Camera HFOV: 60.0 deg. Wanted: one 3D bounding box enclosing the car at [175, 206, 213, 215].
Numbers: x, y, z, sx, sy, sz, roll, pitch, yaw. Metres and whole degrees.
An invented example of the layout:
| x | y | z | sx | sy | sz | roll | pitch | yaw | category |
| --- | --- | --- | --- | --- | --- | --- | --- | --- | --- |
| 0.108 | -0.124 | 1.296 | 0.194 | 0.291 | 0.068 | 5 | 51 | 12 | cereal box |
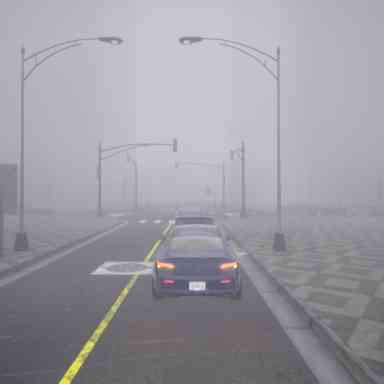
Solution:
| x | y | z | sx | sy | sz | roll | pitch | yaw | category |
| --- | --- | --- | --- | --- | --- | --- | --- | --- | --- |
| 0.103 | 1.483 | 17.630 | 1.882 | 1.535 | 5.008 | 0 | 0 | 0 | car |

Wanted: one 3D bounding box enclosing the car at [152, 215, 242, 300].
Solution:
| x | y | z | sx | sy | sz | roll | pitch | yaw | category |
| --- | --- | --- | --- | --- | --- | --- | --- | --- | --- |
| 0.105 | 1.528 | 8.292 | 1.812 | 1.442 | 4.674 | 0 | 0 | 0 | car |

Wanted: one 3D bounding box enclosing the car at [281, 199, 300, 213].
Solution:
| x | y | z | sx | sy | sz | roll | pitch | yaw | category |
| --- | --- | --- | --- | --- | --- | --- | --- | --- | --- |
| 12.340 | 1.563 | 38.277 | 4.097 | 1.590 | 1.967 | 0 | -1 | 0 | car |

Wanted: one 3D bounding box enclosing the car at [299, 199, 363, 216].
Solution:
| x | y | z | sx | sy | sz | roll | pitch | yaw | category |
| --- | --- | --- | --- | --- | --- | --- | --- | --- | --- |
| 12.337 | 1.544 | 29.751 | 4.403 | 1.369 | 2.008 | 0 | -1 | 0 | car |

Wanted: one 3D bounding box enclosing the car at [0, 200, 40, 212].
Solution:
| x | y | z | sx | sy | sz | roll | pitch | yaw | category |
| --- | --- | --- | --- | --- | --- | --- | --- | --- | --- |
| -20.151 | 1.580 | 38.173 | 4.403 | 1.369 | 2.008 | 0 | -1 | 0 | car |

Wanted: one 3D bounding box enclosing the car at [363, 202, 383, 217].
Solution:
| x | y | z | sx | sy | sz | roll | pitch | yaw | category |
| --- | --- | --- | --- | --- | --- | --- | --- | --- | --- |
| 18.007 | 1.579 | 29.769 | 4.313 | 1.339 | 1.947 | 0 | -1 | 0 | car |

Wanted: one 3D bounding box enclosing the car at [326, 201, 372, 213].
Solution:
| x | y | z | sx | sy | sz | roll | pitch | yaw | category |
| --- | --- | --- | --- | --- | --- | --- | --- | --- | --- |
| 18.010 | 1.694 | 38.293 | 4.403 | 1.369 | 2.008 | 0 | -1 | 0 | car |

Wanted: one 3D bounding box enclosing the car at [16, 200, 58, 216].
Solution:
| x | y | z | sx | sy | sz | roll | pitch | yaw | category |
| --- | --- | --- | --- | --- | --- | --- | --- | --- | --- |
| -14.583 | 1.437 | 29.667 | 4.829 | 1.417 | 1.752 | 0 | -1 | 0 | car |
